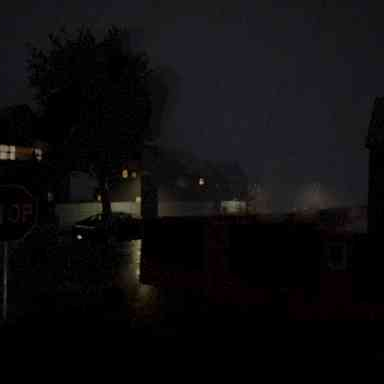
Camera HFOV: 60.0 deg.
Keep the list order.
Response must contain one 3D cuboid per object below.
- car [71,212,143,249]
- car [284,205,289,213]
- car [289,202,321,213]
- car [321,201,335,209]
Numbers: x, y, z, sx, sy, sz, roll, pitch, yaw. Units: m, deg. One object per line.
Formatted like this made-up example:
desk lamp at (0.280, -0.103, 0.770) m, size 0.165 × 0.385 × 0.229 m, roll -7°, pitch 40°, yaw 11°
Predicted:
car at (-3.277, 1.689, 15.775) m, size 2.128 × 1.511 × 4.902 m, roll 2°, pitch 0°, yaw 35°
car at (14.426, 2.234, 46.324) m, size 1.994 × 1.385 × 4.181 m, roll 2°, pitch 0°, yaw 35°
car at (13.794, 2.182, 40.472) m, size 1.812 × 1.442 × 4.674 m, roll 2°, pitch 0°, yaw 36°
car at (19.515, 2.177, 48.857) m, size 2.097 × 1.767 × 4.553 m, roll 2°, pitch 0°, yaw 35°
